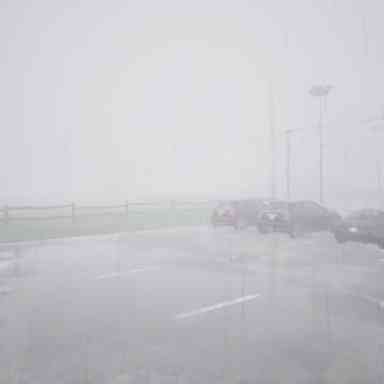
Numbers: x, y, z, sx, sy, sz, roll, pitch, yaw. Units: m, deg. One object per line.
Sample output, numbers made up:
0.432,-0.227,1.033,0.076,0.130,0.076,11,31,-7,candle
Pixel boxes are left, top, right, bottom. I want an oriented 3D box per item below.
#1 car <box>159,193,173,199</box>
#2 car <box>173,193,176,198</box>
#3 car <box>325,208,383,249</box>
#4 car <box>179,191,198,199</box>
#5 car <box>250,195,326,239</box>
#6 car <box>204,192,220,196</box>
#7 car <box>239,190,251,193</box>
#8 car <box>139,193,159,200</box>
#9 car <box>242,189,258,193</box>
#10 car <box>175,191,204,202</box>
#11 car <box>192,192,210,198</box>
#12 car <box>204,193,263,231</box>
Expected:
-6.667,0.911,73.937,1.994,1.385,4.181,-1,1,-36,car
-3.577,0.914,75.641,1.895,1.301,4.718,-1,1,-36,car
7.659,1.352,13.557,4.181,1.385,1.994,-1,1,-35,car
-0.791,0.621,77.755,2.097,1.767,4.553,-1,1,-36,car
5.327,1.146,16.194,4.553,1.767,2.097,-1,1,-35,car
2.579,0.997,61.188,1.994,1.385,4.181,-1,1,-36,car
8.754,0.890,64.652,1.994,1.385,4.181,-1,1,-36,car
-9.802,0.989,72.296,1.895,1.301,4.718,-1,1,-36,car
11.745,0.494,66.512,2.150,2.045,5.566,-1,1,-36,car
-0.510,1.012,59.475,1.812,1.442,4.674,-1,1,-36,car
2.103,0.768,79.730,1.994,1.385,4.181,-1,1,-36,car
3.289,1.146,19.042,4.553,1.767,2.097,-1,1,-35,car
